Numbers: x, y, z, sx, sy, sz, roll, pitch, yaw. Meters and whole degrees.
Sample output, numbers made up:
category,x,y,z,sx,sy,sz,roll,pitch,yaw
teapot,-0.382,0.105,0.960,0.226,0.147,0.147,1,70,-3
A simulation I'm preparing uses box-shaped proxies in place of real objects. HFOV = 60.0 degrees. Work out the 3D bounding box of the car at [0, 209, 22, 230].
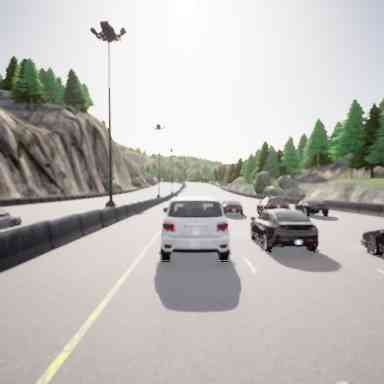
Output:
category,x,y,z,sx,sy,sz,roll,pitch,yaw
car,-10.606,1.519,16.715,1.895,1.301,4.718,0,0,0

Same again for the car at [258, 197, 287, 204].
category,x,y,z,sx,sy,sz,roll,pitch,yaw
car,7.091,1.208,29.458,2.097,1.767,4.553,0,0,0

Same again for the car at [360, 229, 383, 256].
category,x,y,z,sx,sy,sz,roll,pitch,yaw
car,7.097,1.499,9.790,2.033,1.411,5.357,0,0,0

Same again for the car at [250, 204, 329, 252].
category,x,y,z,sx,sy,sz,roll,pitch,yaw
car,3.595,1.438,13.640,1.837,1.490,4.892,0,0,0

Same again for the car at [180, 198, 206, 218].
category,x,y,z,sx,sy,sz,roll,pitch,yaw
car,0.091,1.346,29.690,2.128,1.511,4.902,0,0,0

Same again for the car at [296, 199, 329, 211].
category,x,y,z,sx,sy,sz,roll,pitch,yaw
car,10.591,1.359,29.782,1.837,1.490,4.892,0,0,0

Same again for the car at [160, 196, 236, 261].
category,x,y,z,sx,sy,sz,roll,pitch,yaw
car,0.085,1.161,12.192,2.150,2.045,5.566,0,0,0

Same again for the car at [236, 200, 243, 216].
category,x,y,z,sx,sy,sz,roll,pitch,yaw
car,3.590,1.376,30.721,1.812,1.442,4.674,0,0,0
